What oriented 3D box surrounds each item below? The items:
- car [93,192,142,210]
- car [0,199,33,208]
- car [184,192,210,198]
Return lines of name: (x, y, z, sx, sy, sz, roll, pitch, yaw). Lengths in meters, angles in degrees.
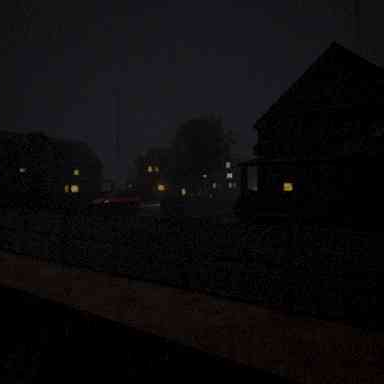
car: (-6.569, 0.809, 29.140, 2.097, 1.767, 4.553, 1, 2, 35)
car: (-12.333, 1.217, 21.014, 1.812, 1.442, 4.674, 1, 2, 35)
car: (0.632, 0.728, 39.279, 1.994, 1.385, 4.181, 1, 2, 35)
